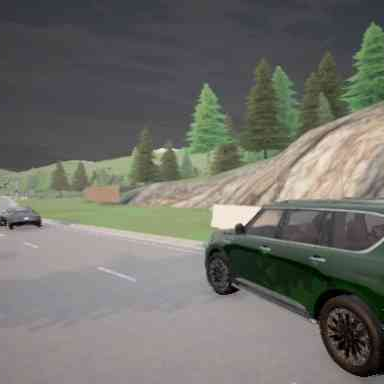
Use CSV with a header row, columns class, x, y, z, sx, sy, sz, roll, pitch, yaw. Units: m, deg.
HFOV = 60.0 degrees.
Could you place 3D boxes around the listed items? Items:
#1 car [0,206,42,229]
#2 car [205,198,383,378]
class,x,y,z,sx,sy,sz,roll,pitch,yaw
car,-11.734,1.663,22.668,1.994,1.385,4.181,-2,1,-39
car,2.198,1.120,5.771,2.150,2.045,5.566,-1,0,-23
